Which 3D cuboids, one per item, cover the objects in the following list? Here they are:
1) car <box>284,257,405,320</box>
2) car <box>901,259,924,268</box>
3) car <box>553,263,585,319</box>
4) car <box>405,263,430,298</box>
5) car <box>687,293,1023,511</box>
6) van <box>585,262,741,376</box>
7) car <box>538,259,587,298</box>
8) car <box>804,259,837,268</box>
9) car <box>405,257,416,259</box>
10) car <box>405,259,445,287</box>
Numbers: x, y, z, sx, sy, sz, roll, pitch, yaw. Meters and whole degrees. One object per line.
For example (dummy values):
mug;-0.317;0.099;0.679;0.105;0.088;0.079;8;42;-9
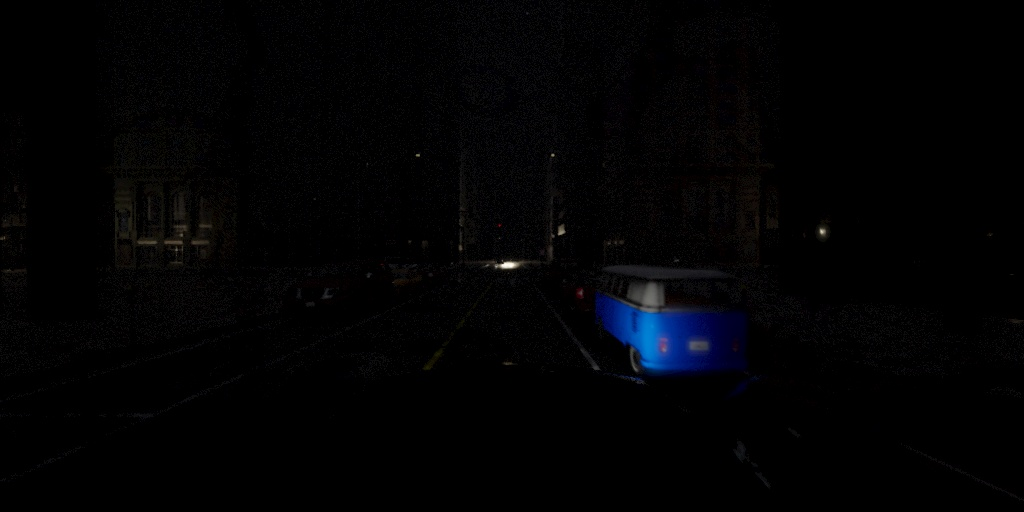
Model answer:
car;-5.754;1.060;12.750;2.192;1.841;5.009;0;0;0
car;42.301;1.100;36.135;5.008;1.535;1.882;0;0;0
car;2.771;1.183;12.744;1.967;1.591;4.097;0;0;0
car;-5.750;1.268;18.182;1.751;1.417;4.829;0;0;0
car;2.762;1.190;1.541;1.967;1.591;4.097;0;0;0
van;2.766;1.087;7.143;1.690;1.789;3.998;0;0;0
car;2.775;1.055;18.347;2.192;1.841;5.009;0;0;0
car;37.503;1.137;42.715;4.674;1.442;1.812;0;0;0
car;-10.455;1.113;36.202;5.566;2.045;2.150;1;0;0
car;-5.746;1.179;23.954;1.967;1.591;4.097;0;0;0
